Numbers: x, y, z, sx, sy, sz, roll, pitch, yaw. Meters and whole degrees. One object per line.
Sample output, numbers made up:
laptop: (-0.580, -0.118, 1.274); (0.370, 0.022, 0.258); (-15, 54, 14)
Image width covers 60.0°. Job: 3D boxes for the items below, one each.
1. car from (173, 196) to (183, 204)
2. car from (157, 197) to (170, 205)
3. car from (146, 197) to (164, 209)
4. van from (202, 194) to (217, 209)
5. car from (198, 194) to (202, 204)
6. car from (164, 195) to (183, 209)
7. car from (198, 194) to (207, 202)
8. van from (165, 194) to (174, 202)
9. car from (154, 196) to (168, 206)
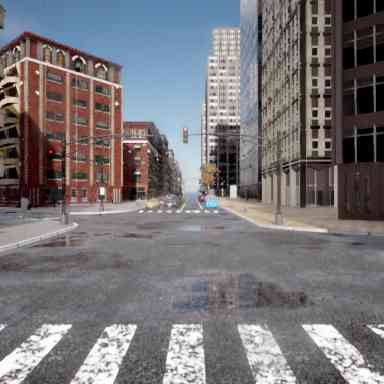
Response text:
car: (-2.759, 1.606, 66.402); (1.812, 1.442, 4.674); (0, 0, 1)
car: (-5.298, 1.636, 62.416); (1.947, 1.339, 4.313); (0, 0, 0)
car: (-5.301, 1.560, 45.589); (1.752, 1.417, 4.829); (0, 0, 0)
van: (2.580, 1.376, 45.757); (1.690, 1.788, 3.998); (0, 0, 0)
car: (2.583, 1.629, 67.966); (1.887, 1.381, 4.507); (0, 0, 0)
car: (-2.802, 1.527, 45.948); (2.128, 1.511, 4.902); (0, 0, 2)
car: (2.586, 1.449, 84.625); (2.192, 1.841, 5.009); (0, 0, 0)
van: (-5.294, 1.456, 79.072); (1.690, 1.788, 3.998); (0, 0, 0)
car: (-5.299, 1.497, 56.864); (1.967, 1.590, 4.097); (0, 0, 0)
